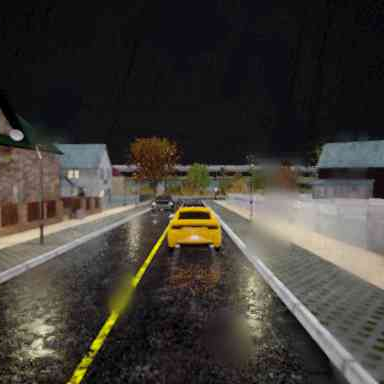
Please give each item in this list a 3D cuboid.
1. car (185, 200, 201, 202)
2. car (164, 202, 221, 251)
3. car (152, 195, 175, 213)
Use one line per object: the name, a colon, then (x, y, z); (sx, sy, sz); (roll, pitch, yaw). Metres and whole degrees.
car: (0.093, 1.368, 30.400); (1.895, 1.301, 4.718); (0, 0, 0)
car: (0.095, 1.370, 13.631); (1.882, 1.535, 5.008); (0, 0, 0)
car: (-2.814, 1.096, 33.608); (2.097, 1.767, 4.553); (0, 1, 0)
